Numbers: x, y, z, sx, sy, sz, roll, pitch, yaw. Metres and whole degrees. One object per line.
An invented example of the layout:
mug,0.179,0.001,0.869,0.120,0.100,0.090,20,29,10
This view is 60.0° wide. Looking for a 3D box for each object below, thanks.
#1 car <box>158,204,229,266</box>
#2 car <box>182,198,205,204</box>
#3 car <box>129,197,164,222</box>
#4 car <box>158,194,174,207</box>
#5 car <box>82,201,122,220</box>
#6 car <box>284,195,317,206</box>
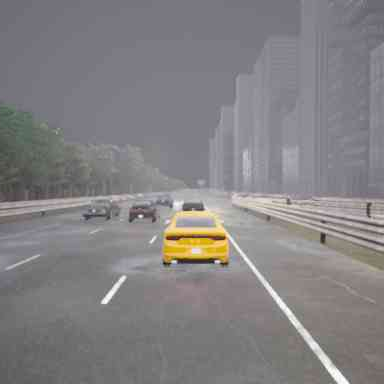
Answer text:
car,0.108,1.397,11.251,1.882,1.535,5.008,0,0,0
car,0.121,1.276,29.682,1.882,1.535,5.008,0,0,0
car,-3.382,1.337,24.340,1.837,1.490,4.892,0,0,0
car,-3.369,1.081,40.971,2.097,1.767,4.553,0,1,0
car,-6.881,1.369,25.878,2.033,1.411,5.357,0,0,0
car,12.919,1.158,39.995,2.097,1.767,4.553,0,1,-16
